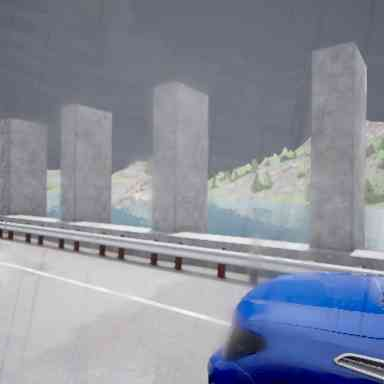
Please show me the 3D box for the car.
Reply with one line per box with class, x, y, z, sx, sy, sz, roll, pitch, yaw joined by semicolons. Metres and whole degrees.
car;2.795;1.237;1.984;5.566;2.045;2.150;1;0;35
